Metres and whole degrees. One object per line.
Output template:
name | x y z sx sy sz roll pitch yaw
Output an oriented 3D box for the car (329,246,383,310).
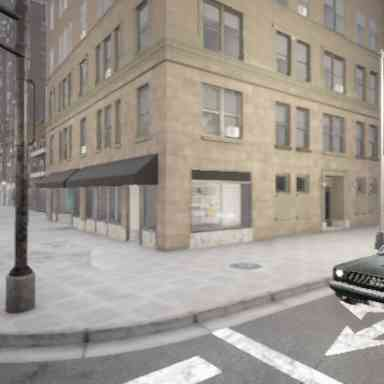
car | 4.933 1.609 6.933 4.718 1.301 1.895 0 0 -36
